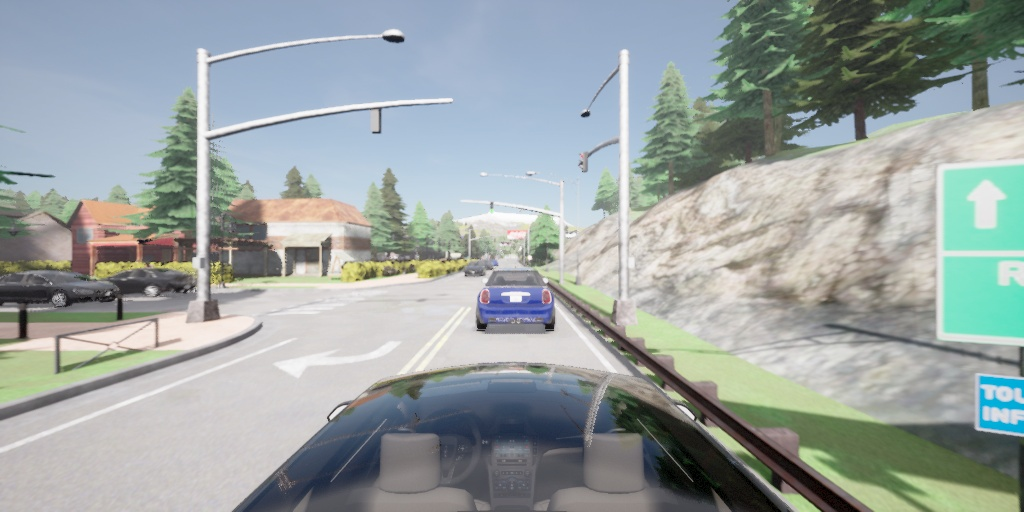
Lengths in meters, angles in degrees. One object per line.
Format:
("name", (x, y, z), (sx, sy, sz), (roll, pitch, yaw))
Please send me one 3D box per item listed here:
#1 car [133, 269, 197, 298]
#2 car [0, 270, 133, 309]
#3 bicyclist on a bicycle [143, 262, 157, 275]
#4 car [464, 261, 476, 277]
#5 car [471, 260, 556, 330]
("car", (-19.939, 1.427, 19.334), (4.892, 1.490, 1.837), (0, 0, 0))
("car", (-20.050, 1.424, 15.633), (4.892, 1.490, 1.837), (0, 0, 0))
("bicyclist on a bicycle", (-23.326, 1.225, 23.104), (0.582, 1.620, 1.656), (0, 0, 0))
("car", (-3.588, 1.270, 35.453), (1.837, 1.490, 4.892), (0, 1, 0))
("car", (0.099, 1.107, 11.232), (2.097, 1.767, 4.553), (0, 0, 0))
